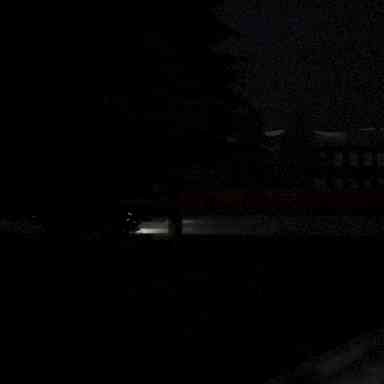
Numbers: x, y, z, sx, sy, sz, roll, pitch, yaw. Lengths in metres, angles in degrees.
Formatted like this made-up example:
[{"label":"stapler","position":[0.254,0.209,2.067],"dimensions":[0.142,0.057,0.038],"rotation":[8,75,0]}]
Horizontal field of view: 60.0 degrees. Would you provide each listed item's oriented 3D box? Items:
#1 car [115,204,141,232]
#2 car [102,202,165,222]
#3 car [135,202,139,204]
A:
[{"label":"car","position":[-5.331,1.576,19.596],"dimensions":[4.181,1.385,1.994],"rotation":[0,0,3]},{"label":"car","position":[-4.623,1.547,26.580],"dimensions":[4.674,1.442,1.812],"rotation":[0,0,3]},{"label":"car","position":[-6.008,1.367,23.137],"dimensions":[4.553,1.767,2.097],"rotation":[0,0,3]}]
